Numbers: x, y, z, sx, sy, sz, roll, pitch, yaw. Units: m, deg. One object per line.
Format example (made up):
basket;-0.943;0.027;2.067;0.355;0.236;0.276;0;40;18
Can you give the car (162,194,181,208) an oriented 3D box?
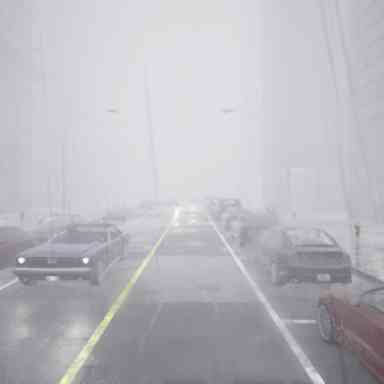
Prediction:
car;-3.070;1.570;51.337;1.882;1.535;5.008;0;0;0

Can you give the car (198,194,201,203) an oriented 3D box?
car;2.774;1.565;65.548;1.967;1.590;4.097;0;0;0

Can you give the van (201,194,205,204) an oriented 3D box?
van;2.773;1.440;54.275;1.690;1.788;3.998;0;0;0

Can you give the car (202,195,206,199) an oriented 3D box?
car;2.772;1.612;48.808;1.752;1.417;4.829;0;0;0

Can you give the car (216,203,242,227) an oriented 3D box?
car;2.768;1.599;20.454;1.947;1.339;4.313;0;0;0

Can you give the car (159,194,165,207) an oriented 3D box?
car;-5.752;1.539;54.269;1.967;1.590;4.097;0;0;0

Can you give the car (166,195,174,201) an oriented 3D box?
car;-5.748;1.617;88.086;1.967;1.590;4.097;0;0;0

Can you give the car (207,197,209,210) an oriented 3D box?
car;2.770;1.494;31.729;1.967;1.590;4.097;0;0;0

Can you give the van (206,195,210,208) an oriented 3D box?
van;2.771;1.406;37.365;1.690;1.788;3.998;0;0;0

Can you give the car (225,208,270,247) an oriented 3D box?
car;2.767;1.589;14.818;1.947;1.339;4.313;0;0;0

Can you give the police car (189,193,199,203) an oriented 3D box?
police car;0.910;1.569;74.002;1.930;1.638;5.238;0;0;0

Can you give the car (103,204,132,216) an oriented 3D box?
car;-5.756;1.626;26.086;1.802;1.307;4.206;0;0;0

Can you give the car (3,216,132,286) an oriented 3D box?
car;-3.100;1.615;9.589;1.895;1.301;4.718;0;0;0

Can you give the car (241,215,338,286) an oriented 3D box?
car;2.767;1.565;9.182;2.008;1.369;4.403;0;0;0

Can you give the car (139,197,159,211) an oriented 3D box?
car;-5.754;1.641;42.996;1.947;1.339;4.313;0;0;0

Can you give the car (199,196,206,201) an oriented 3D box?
car;2.776;1.721;88.094;1.887;1.381;4.507;0;0;0

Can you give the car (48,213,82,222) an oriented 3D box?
car;-5.758;1.605;14.814;1.802;1.307;4.206;0;0;0

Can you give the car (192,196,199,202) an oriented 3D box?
car;0.911;1.672;83.892;1.837;1.490;4.892;0;0;0

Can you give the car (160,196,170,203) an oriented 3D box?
car;-5.751;1.682;71.176;1.887;1.381;4.507;0;0;0

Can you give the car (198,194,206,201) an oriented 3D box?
car;2.778;1.505;93.732;2.192;1.841;5.009;0;0;0

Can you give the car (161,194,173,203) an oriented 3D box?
car;-5.749;1.466;76.813;2.192;1.841;5.009;0;0;0

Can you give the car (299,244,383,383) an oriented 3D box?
car;2.766;1.587;3.544;1.802;1.307;4.206;0;0;0

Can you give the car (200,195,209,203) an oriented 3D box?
car;2.775;1.591;76.821;1.967;1.590;4.097;0;0;0

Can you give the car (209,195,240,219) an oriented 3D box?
car;2.770;1.359;26.092;2.192;1.841;5.009;0;0;0

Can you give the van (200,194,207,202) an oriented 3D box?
van;2.776;1.505;82.458;1.690;1.788;3.998;0;0;0

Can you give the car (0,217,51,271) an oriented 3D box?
car;-5.758;1.596;9.177;1.802;1.307;4.206;0;0;0

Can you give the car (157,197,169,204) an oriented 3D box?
car;-5.751;1.690;65.540;1.947;1.339;4.313;0;0;0

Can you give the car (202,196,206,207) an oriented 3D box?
car;2.771;1.626;43.002;2.008;1.369;4.403;0;0;0
